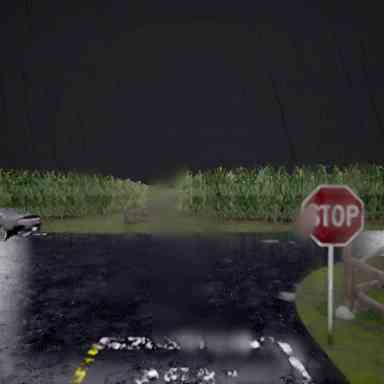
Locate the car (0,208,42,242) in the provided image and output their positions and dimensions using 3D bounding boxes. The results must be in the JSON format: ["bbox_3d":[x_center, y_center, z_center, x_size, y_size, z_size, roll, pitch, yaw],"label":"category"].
[{"bbox_3d":[-9.902,1.547,16.338,4.902,1.511,2.128,0,0,11],"label":"car"}]
